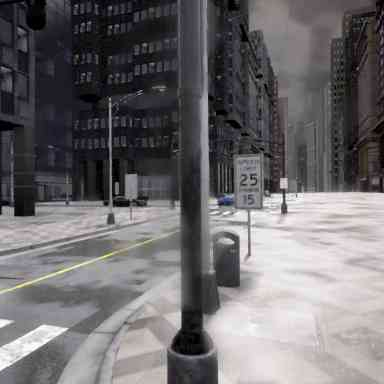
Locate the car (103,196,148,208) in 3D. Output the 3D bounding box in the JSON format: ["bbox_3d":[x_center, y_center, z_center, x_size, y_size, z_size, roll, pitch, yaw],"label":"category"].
[{"bbox_3d":[-7.273,1.145,36.526,4.718,1.301,1.895,-1,0,19],"label":"car"}]

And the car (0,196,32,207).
[{"bbox_3d":[-24.520,1.292,45.839,4.181,1.385,1.994,-1,0,18],"label":"car"}]

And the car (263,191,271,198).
[{"bbox_3d":[15.025,0.453,67.815,1.994,1.385,4.181,-1,1,19],"label":"car"}]

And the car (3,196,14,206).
[{"bbox_3d":[-22.177,1.288,41.655,4.718,1.301,1.895,-1,0,19],"label":"car"}]

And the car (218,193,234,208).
[{"bbox_3d":[4.190,0.895,36.401,1.882,1.535,5.008,-1,0,19],"label":"car"}]
